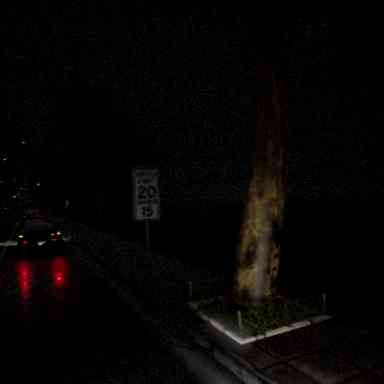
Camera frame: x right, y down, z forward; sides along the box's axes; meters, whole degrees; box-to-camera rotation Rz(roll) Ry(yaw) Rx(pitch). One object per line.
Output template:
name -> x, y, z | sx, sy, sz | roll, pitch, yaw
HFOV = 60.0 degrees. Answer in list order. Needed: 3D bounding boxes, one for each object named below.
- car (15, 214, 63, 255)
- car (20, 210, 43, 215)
car -> -7.329, 2.013, 15.912 | 1.812, 1.442, 4.674 | -2, -1, -27
car -> -15.828, 2.525, 32.923 | 1.882, 1.535, 5.008 | -2, -1, -27
